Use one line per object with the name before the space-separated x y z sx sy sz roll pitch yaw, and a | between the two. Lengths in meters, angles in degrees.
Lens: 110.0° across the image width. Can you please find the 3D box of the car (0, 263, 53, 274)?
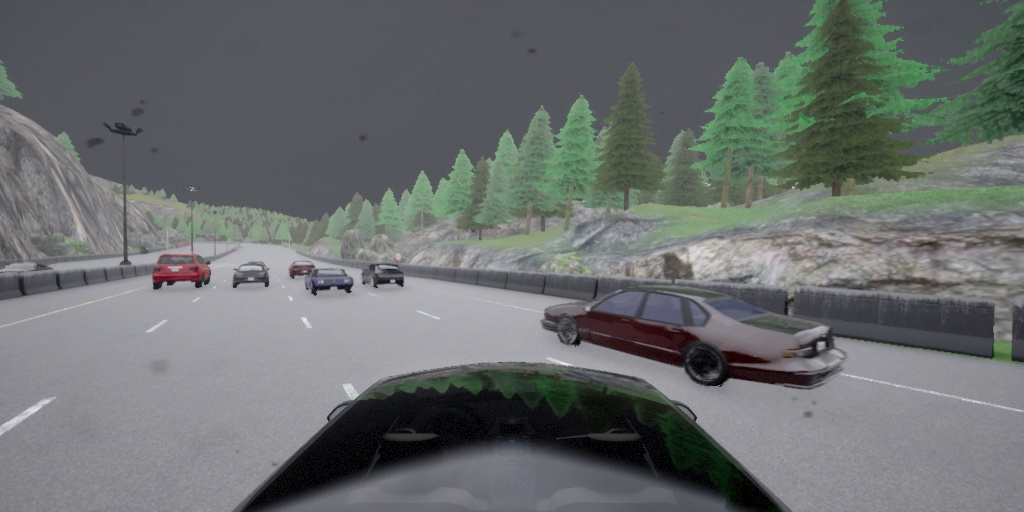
car | -36.669 1.222 27.008 1.812 1.442 4.674 0 0 -35

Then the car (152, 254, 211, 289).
car | -20.777 0.912 22.724 2.150 2.045 5.566 0 0 -34

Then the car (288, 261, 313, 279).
car | -18.929 1.165 32.327 1.882 1.535 5.008 0 0 -35

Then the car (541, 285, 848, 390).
car | 2.891 1.298 7.073 2.033 1.411 5.357 0 0 -35

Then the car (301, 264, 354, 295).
car | -10.179 1.316 19.743 1.895 1.301 4.718 0 0 -35

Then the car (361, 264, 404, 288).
car | -8.557 1.221 23.542 1.837 1.490 4.892 0 1 -35

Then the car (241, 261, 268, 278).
car | -24.867 1.221 34.735 2.033 1.411 5.357 0 0 -35

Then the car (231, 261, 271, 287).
car | -17.280 1.224 23.830 1.812 1.442 4.674 0 0 -35
